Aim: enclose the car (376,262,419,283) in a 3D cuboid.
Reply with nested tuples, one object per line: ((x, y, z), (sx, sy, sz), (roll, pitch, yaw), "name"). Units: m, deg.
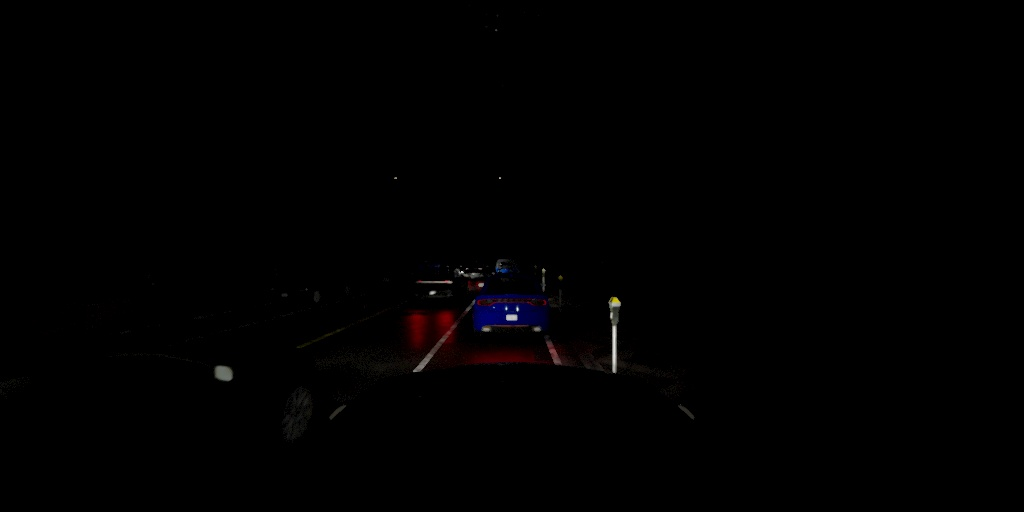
((-8.908, 1.323, 27.572), (1.948, 1.339, 4.313), (0, 0, 0), "car")

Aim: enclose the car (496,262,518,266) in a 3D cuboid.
((-0.383, 1.280, 22.119), (1.751, 1.417, 4.829), (0, 0, 0), "car")

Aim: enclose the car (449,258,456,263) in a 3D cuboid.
((-8.908, 1.334, 50.119), (1.948, 1.339, 4.313), (0, 0, 0), "car")

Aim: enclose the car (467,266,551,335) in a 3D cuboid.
((-0.006, 1.228, 10.500), (1.882, 1.535, 5.008), (0, 0, 0), "car")

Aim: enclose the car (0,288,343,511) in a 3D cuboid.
((-3.145, 1.227, 2.107), (1.882, 1.535, 5.008), (0, 0, 0), "car")

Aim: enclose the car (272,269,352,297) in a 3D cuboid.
((-8.908, 1.297, 16.299), (1.888, 1.381, 4.507), (0, 0, 0), "car")

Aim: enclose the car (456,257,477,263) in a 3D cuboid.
((-6.148, 1.281, 49.752), (1.837, 1.490, 4.892), (0, 0, 0), "car")

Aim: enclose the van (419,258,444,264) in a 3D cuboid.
((-8.908, 1.103, 38.846), (1.690, 1.789, 3.998), (0, 0, 0), "van")

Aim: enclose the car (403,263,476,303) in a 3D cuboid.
((-3.142, 1.245, 16.613), (2.128, 1.511, 4.902), (0, 0, 0), "car")

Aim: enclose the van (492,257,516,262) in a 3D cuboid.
((-0.383, 1.098, 27.584), (1.690, 1.789, 3.998), (0, 0, 0), "van")

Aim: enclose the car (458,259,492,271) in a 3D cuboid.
((-3.142, 1.252, 31.623), (2.128, 1.511, 4.902), (0, 0, 0), "car")

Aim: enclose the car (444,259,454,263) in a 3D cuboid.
((-8.908, 1.331, 44.482), (1.948, 1.339, 4.313), (0, 0, 0), "car")
